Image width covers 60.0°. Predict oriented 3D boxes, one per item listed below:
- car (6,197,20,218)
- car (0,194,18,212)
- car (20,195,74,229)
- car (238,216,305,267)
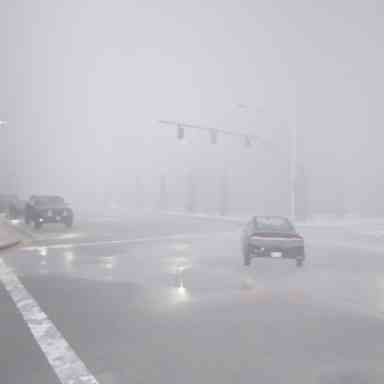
[{"bbox_3d":[-15.509,1.509,30.559,1.882,1.535,5.008,1,-1,-35],"label":"car"},{"bbox_3d":[-21.546,1.255,39.215,2.150,2.045,5.566,1,-1,-34],"label":"car"},{"bbox_3d":[-9.713,1.253,22.408,2.150,2.045,5.566,1,-1,-36],"label":"car"},{"bbox_3d":[2.738,1.612,12.012,2.128,1.511,4.902,1,0,7],"label":"car"}]
